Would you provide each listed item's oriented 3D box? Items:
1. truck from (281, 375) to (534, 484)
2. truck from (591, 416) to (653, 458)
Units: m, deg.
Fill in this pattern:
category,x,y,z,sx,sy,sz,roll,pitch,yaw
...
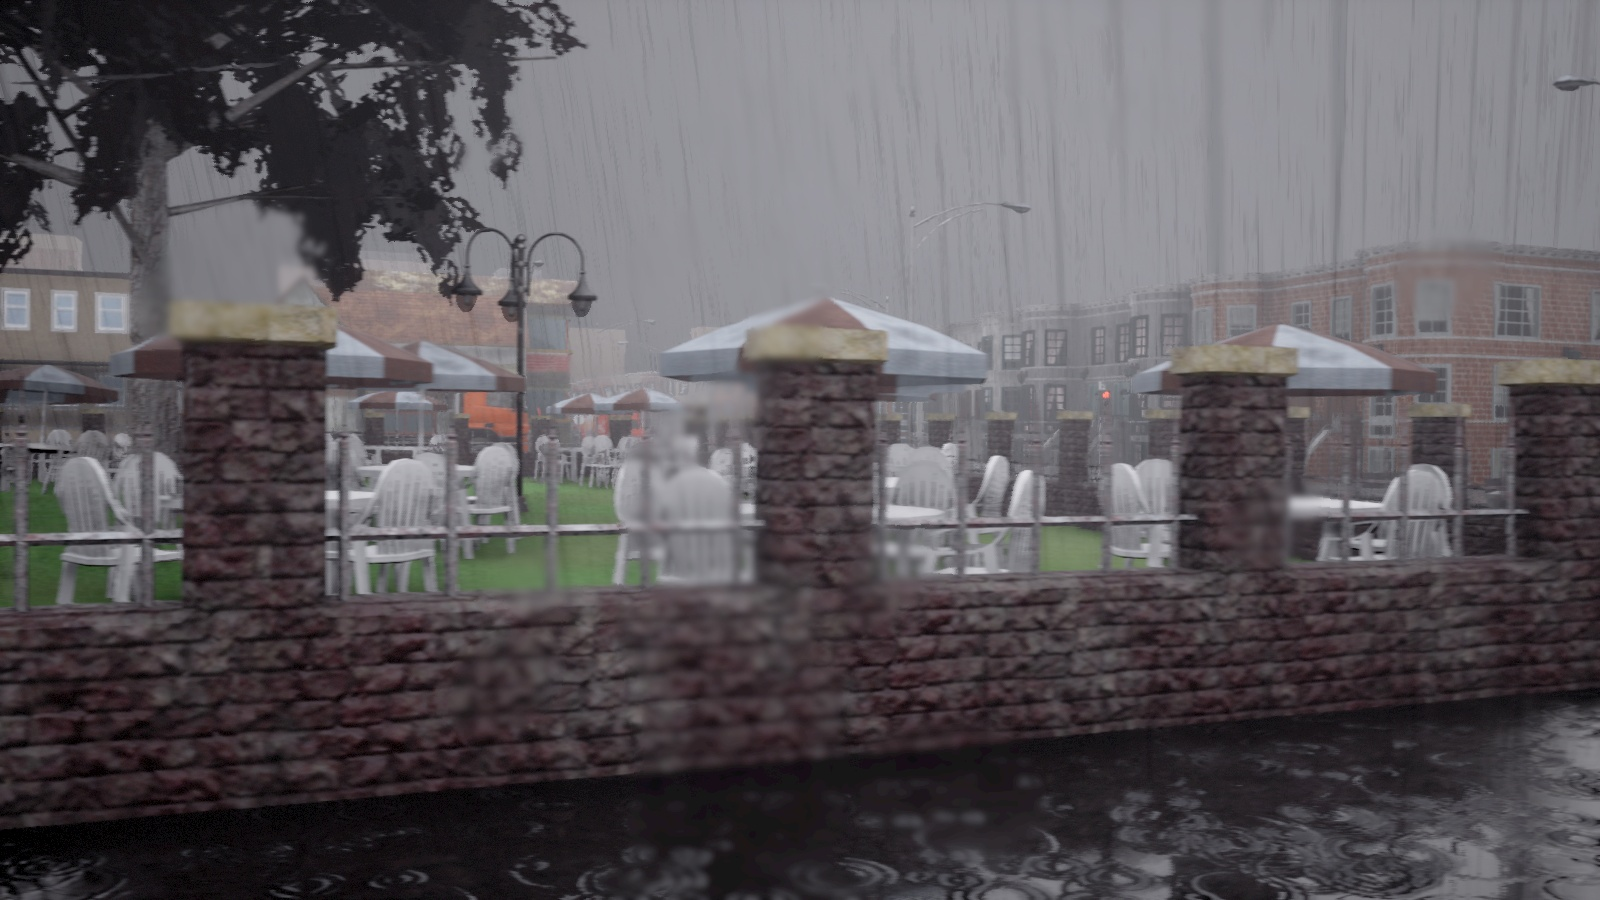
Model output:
category,x,y,z,sx,sy,sz,roll,pitch,yaw
truck,-13.331,-0.737,42.822,7.936,3.462,2.891,-1,1,-21
truck,-10.996,-0.827,77.235,2.627,2.467,5.204,-1,1,-21
